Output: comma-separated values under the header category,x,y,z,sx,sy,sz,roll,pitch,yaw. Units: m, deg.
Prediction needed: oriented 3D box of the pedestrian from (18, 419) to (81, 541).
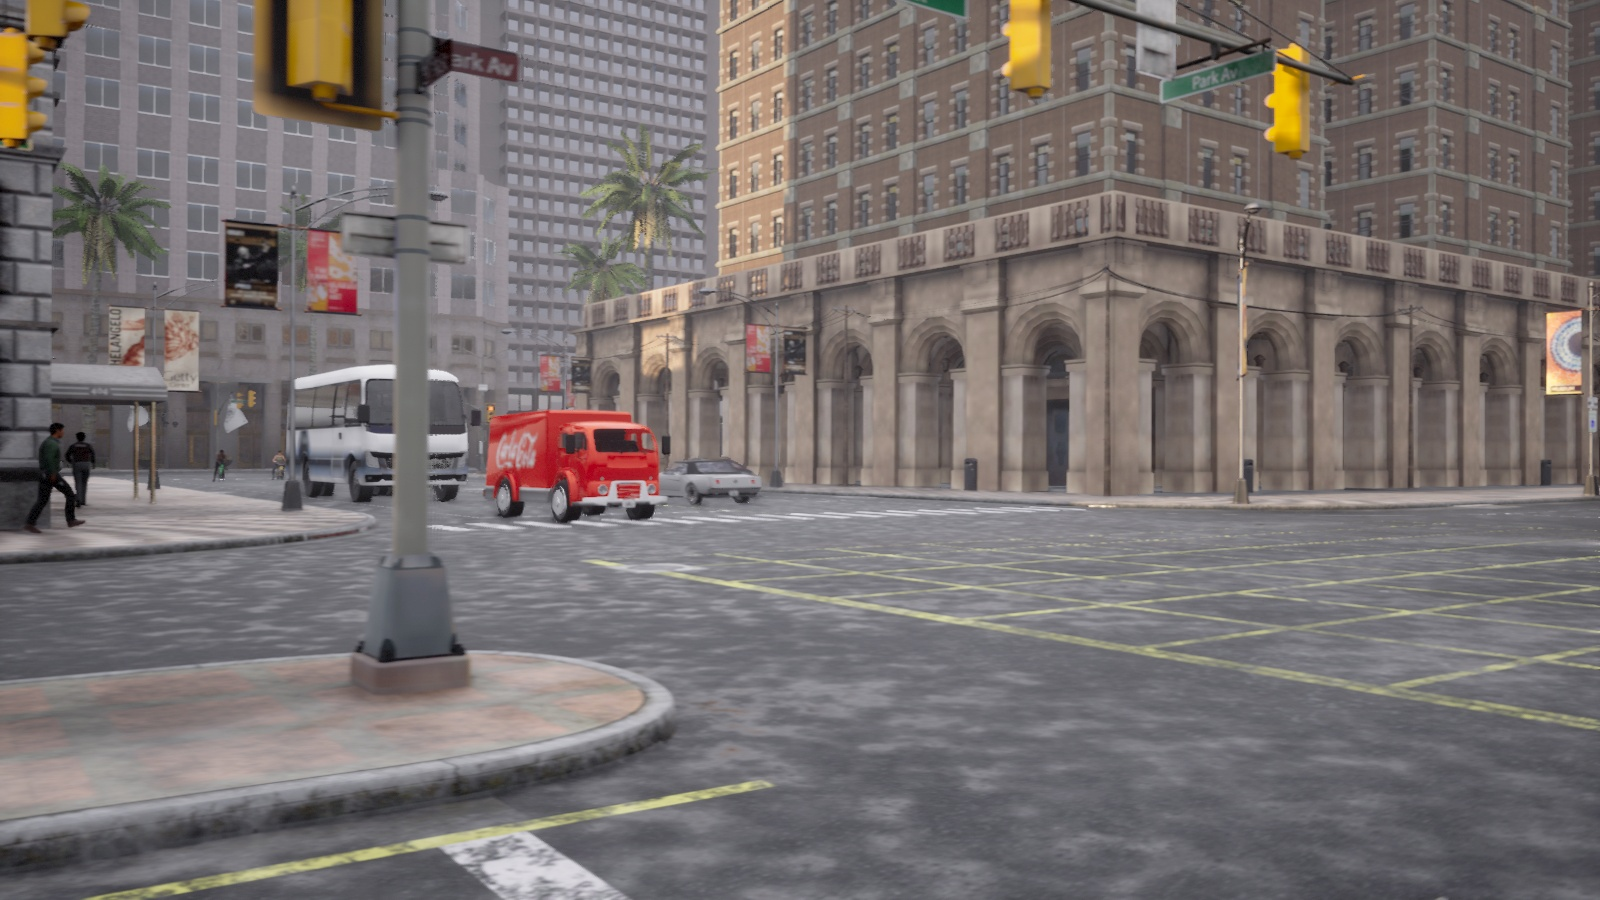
category,x,y,z,sx,sy,sz,roll,pitch,yaw
pedestrian,-12.307,0.480,20.608,0.423,1.949,0.788,0,0,40

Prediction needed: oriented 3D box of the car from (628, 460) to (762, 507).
category,x,y,z,sx,sy,sz,roll,pitch,yaw
car,-3.266,0.976,38.114,1.895,1.301,4.718,0,0,-35

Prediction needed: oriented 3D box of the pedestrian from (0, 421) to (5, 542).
category,x,y,z,sx,sy,sz,roll,pitch,yaw
pedestrian,-12.410,0.475,19.013,0.594,1.836,0.345,0,0,-38

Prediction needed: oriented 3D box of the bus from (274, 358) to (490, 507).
category,x,y,z,sx,sy,sz,roll,pitch,yaw
bus,-13.915,-0.483,41.034,3.944,4.253,10.273,0,0,-35

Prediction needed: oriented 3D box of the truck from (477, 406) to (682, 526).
category,x,y,z,sx,sy,sz,roll,pitch,yaw
truck,-5.147,0.367,28.688,2.627,2.467,5.204,0,-1,-35

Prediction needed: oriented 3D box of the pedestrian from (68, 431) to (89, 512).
category,x,y,z,sx,sy,sz,roll,pitch,yaw
pedestrian,-17.461,0.517,30.387,0.402,1.930,0.666,0,0,-32

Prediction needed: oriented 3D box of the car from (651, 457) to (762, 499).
category,x,y,z,sx,sy,sz,roll,pitch,yaw
car,-3.343,0.961,44.257,1.994,1.385,4.181,0,0,-36
